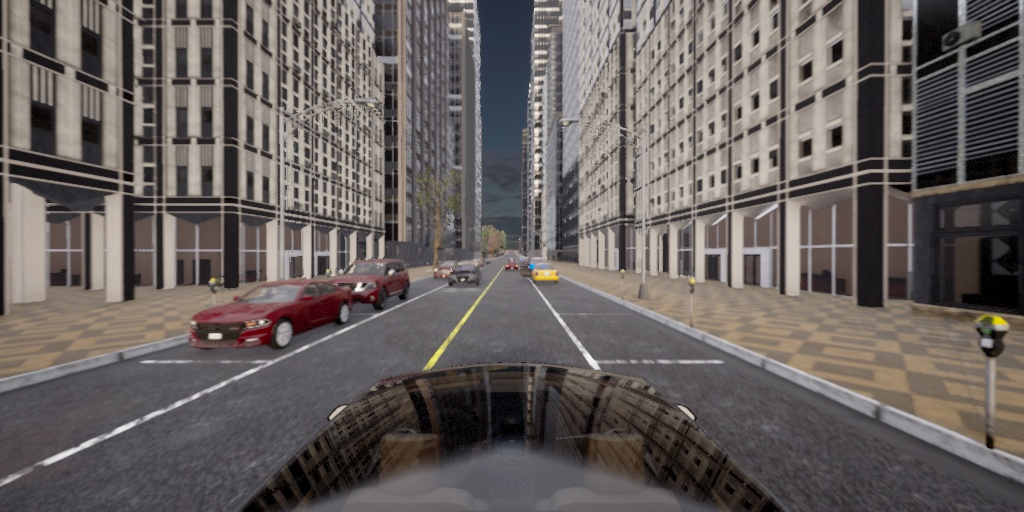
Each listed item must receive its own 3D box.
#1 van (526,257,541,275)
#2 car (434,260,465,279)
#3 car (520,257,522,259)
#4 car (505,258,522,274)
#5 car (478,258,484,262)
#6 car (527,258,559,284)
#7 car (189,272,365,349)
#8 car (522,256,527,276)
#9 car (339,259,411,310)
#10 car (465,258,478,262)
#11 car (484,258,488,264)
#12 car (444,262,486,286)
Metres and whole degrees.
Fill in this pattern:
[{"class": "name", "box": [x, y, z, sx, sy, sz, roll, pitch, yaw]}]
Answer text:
[{"class": "van", "box": [2.692, 1.050, 37.611, 1.690, 1.789, 3.998, 0, 0, 0]}, {"class": "car", "box": [-5.688, 1.158, 31.916, 1.967, 1.591, 4.097, 0, 0, 0]}, {"class": "car", "box": [2.694, 1.216, 60.408, 2.007, 1.370, 4.403, 0, 0, 0]}, {"class": "car", "box": [0.034, 1.294, 47.489, 1.895, 1.301, 4.718, 0, 0, 1]}, {"class": "car", "box": [-5.687, 1.204, 54.540, 1.751, 1.417, 4.829, 0, 0, 0]}, {"class": "car", "box": [2.352, 1.183, 26.635, 1.801, 1.575, 5.366, 0, 0, 0]}, {"class": "car", "box": [-5.690, 1.290, 9.122, 1.888, 1.381, 4.507, 0, 0, 0]}, {"class": "car", "box": [2.693, 1.015, 43.310, 2.192, 1.841, 5.009, 0, 0, 0]}, {"class": "car", "box": [-5.690, 1.054, 14.821, 2.192, 1.841, 5.009, 0, 0, 0]}, {"class": "car", "box": [-5.688, 1.251, 43.313, 2.007, 1.370, 4.403, 0, 0, 0]}, {"class": "car", "box": [-5.686, 1.105, 60.410, 1.967, 1.591, 4.097, 0, 0, 0]}, {"class": "car", "box": [-3.096, 1.293, 24.518, 1.994, 1.385, 4.181, 0, 0, 0]}]
